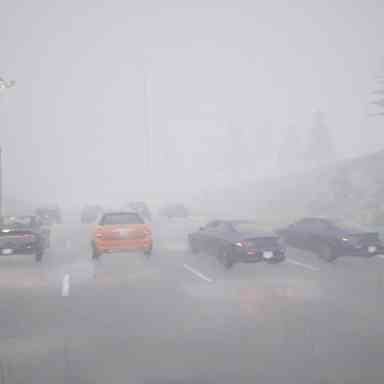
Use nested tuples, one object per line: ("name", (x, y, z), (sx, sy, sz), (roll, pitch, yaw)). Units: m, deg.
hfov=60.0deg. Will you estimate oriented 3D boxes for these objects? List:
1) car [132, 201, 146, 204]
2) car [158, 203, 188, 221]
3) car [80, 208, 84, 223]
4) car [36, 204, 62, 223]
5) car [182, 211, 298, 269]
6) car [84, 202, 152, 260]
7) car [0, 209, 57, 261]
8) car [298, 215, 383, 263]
("car", (-4.993, 1.594, 28.941), (2.097, 1.767, 4.553), (0, 0, -20))
("car", (-1.789, 1.725, 30.375), (2.128, 1.511, 4.902), (0, 0, -20))
("car", (-8.595, 1.824, 28.622), (1.994, 1.385, 4.181), (0, 0, -20))
("car", (-12.189, 1.756, 28.272), (1.882, 1.535, 5.008), (0, 0, -20))
("car", (1.340, 1.602, 11.489), (1.812, 1.442, 4.674), (0, 0, -20))
("car", (-3.059, 1.469, 13.376), (2.097, 1.767, 4.553), (0, 0, -20))
("car", (-6.450, 1.621, 12.464), (2.128, 1.511, 4.902), (0, 0, -20))
("car", (4.743, 1.588, 12.364), (1.812, 1.442, 4.674), (0, 0, -20))
